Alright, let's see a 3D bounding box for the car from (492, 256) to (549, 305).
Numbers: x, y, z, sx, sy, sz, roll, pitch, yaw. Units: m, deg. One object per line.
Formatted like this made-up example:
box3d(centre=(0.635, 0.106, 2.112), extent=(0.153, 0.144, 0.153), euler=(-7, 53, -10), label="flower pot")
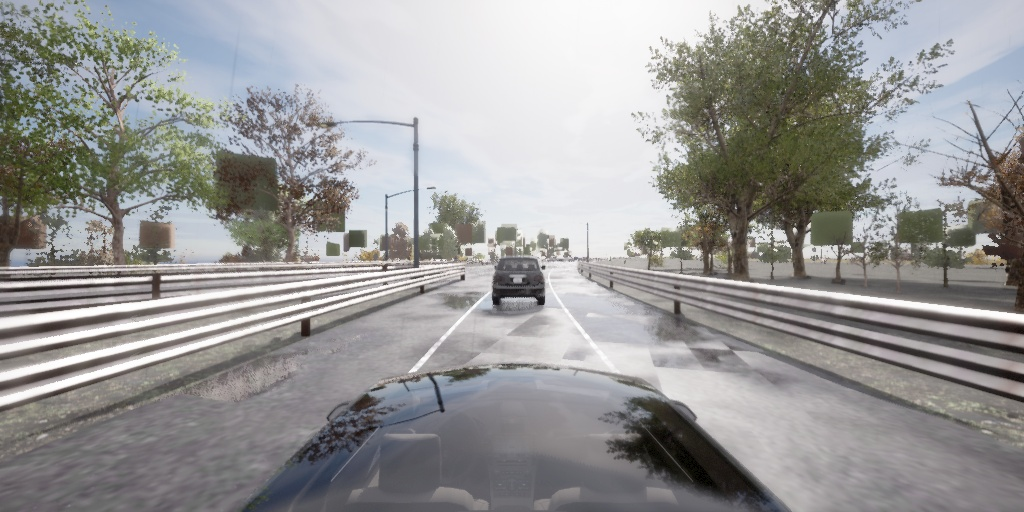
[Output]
box3d(centre=(0.355, 1.003, 16.189), extent=(2.150, 2.045, 5.566), euler=(0, 0, 3), label="car")
